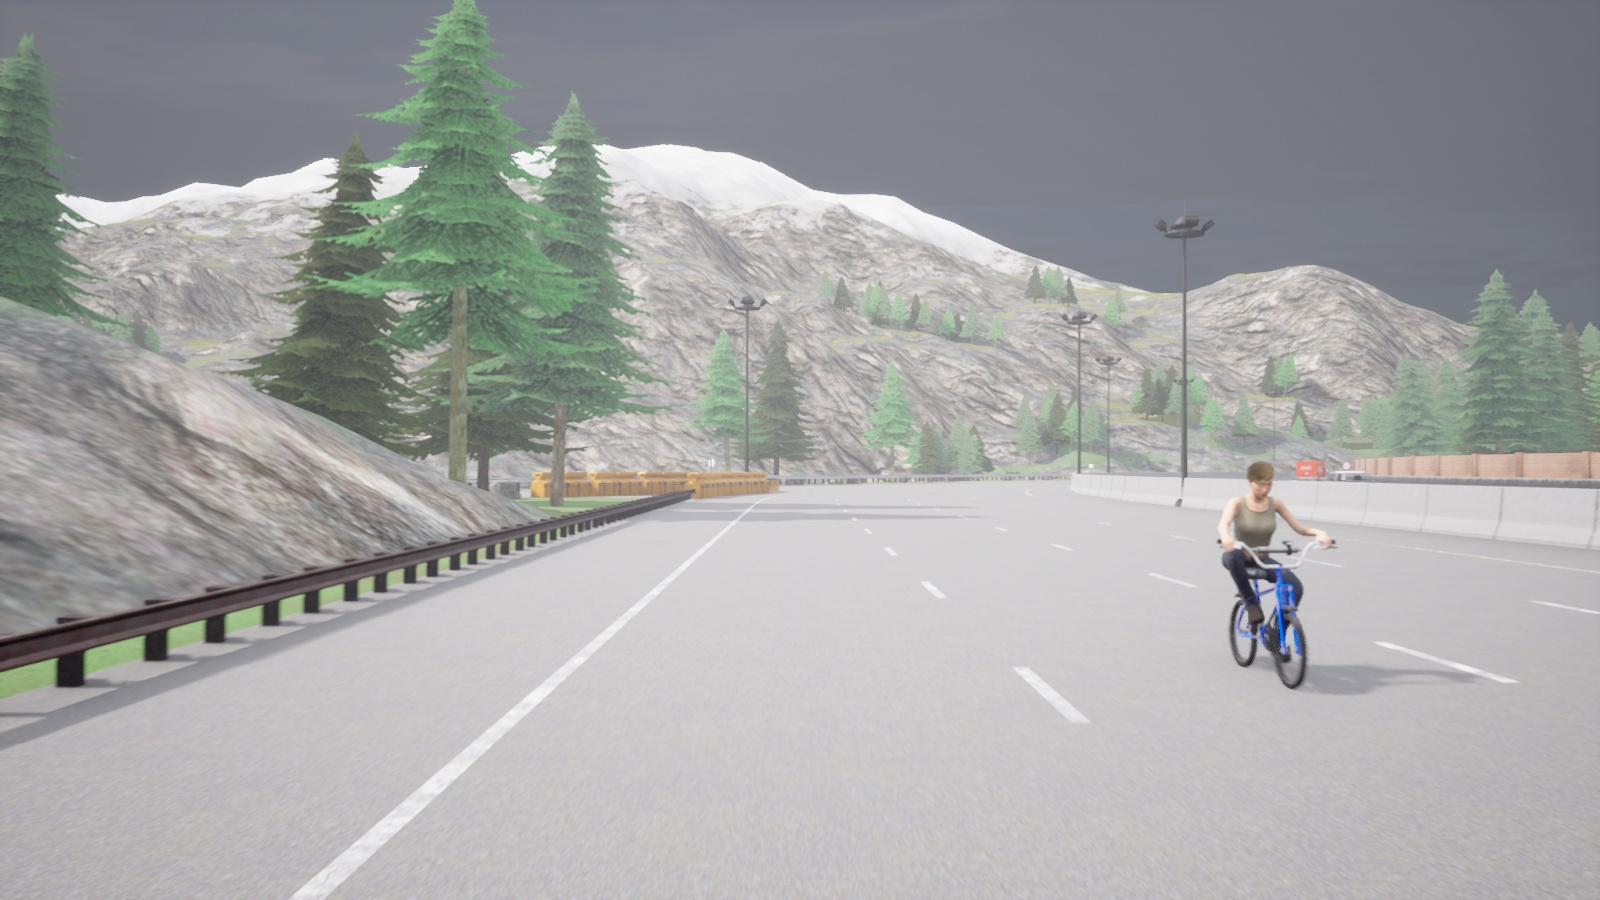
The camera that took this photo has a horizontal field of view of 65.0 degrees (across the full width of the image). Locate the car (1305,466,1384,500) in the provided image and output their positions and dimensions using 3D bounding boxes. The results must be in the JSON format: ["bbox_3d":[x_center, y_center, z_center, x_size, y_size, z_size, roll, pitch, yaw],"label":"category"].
[{"bbox_3d":[24.445,1.456,56.556,1.970,1.475,3.806,0,-1,1],"label":"car"}]

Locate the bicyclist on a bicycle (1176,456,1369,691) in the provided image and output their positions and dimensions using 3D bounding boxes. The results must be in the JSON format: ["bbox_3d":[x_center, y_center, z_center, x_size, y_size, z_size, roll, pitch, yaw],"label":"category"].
[{"bbox_3d":[3.483,0.862,9.417,0.866,1.612,1.509,0,-1,0],"label":"bicyclist on a bicycle"}]
